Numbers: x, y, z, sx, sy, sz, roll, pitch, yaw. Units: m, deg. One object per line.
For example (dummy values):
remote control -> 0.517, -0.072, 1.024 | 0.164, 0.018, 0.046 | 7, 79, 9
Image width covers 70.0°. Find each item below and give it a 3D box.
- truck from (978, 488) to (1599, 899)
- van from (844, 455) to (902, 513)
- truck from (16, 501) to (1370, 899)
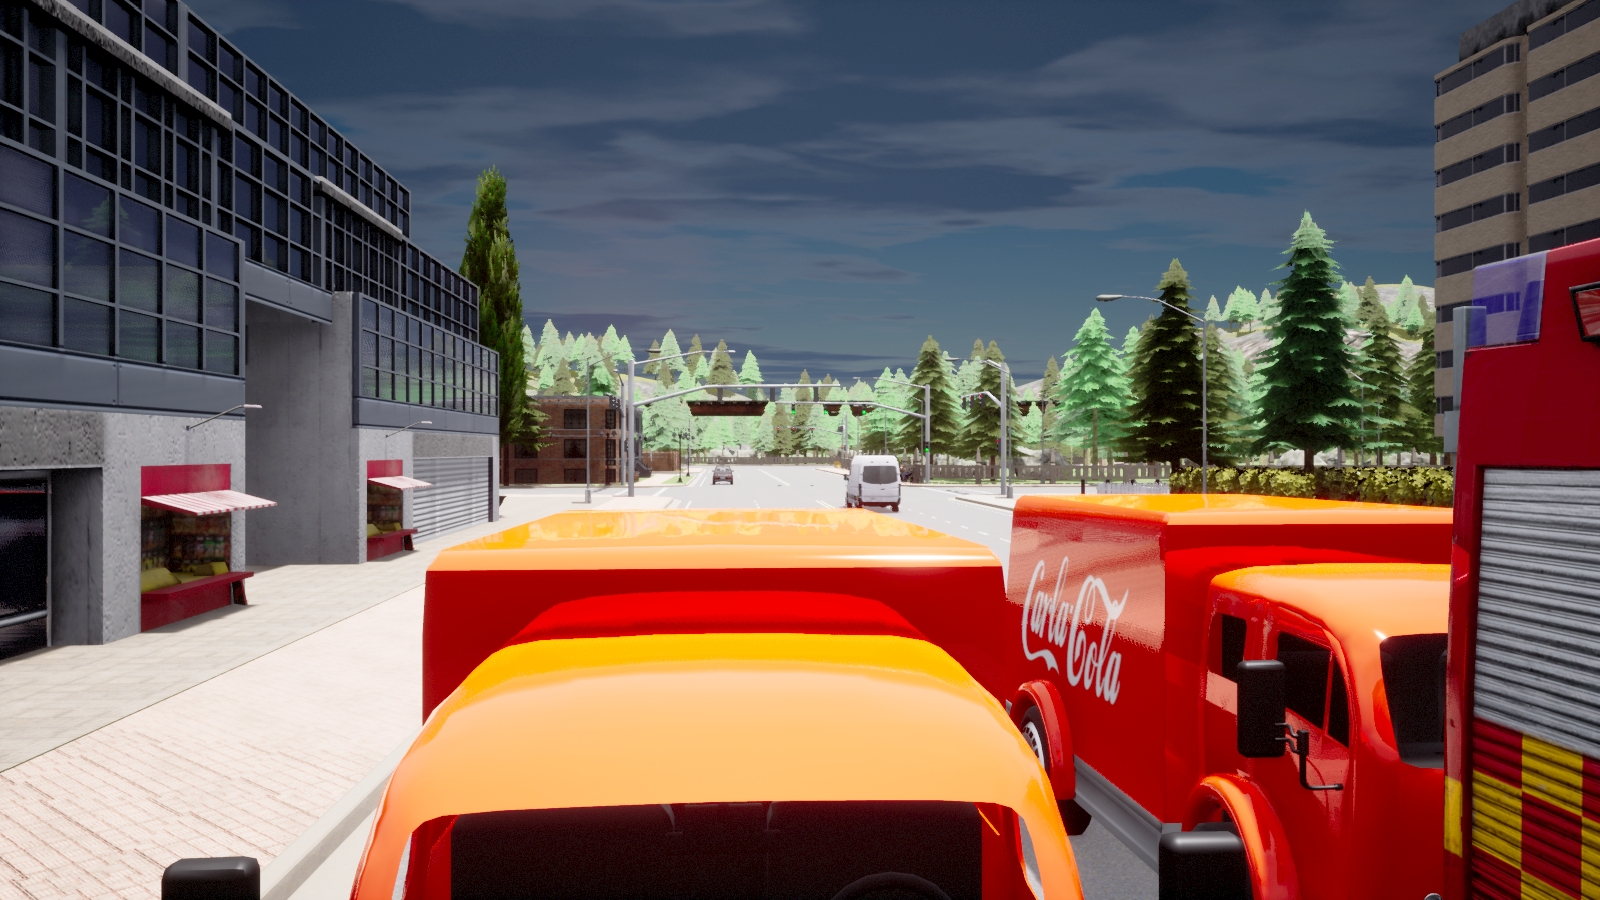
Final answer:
truck -> 3.003, 1.568, 7.234 | 2.627, 2.467, 5.204 | 0, 0, -4
van -> 3.380, 1.535, 53.917 | 1.988, 2.561, 5.915 | 0, 0, -4
truck -> -0.347, 1.568, 4.821 | 2.627, 2.467, 5.204 | 0, 0, -4
